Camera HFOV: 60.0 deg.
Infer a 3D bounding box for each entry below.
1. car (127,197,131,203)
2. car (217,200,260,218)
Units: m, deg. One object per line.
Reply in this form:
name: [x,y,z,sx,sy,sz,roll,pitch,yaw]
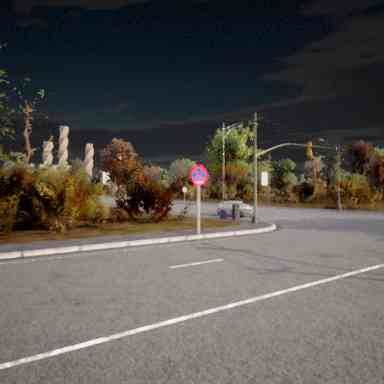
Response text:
car: [-8.755,1.403,50.900,2.033,1.411,5.357,0,1,-32]
car: [4.114,1.515,30.419,1.812,1.442,4.674,0,0,-32]
